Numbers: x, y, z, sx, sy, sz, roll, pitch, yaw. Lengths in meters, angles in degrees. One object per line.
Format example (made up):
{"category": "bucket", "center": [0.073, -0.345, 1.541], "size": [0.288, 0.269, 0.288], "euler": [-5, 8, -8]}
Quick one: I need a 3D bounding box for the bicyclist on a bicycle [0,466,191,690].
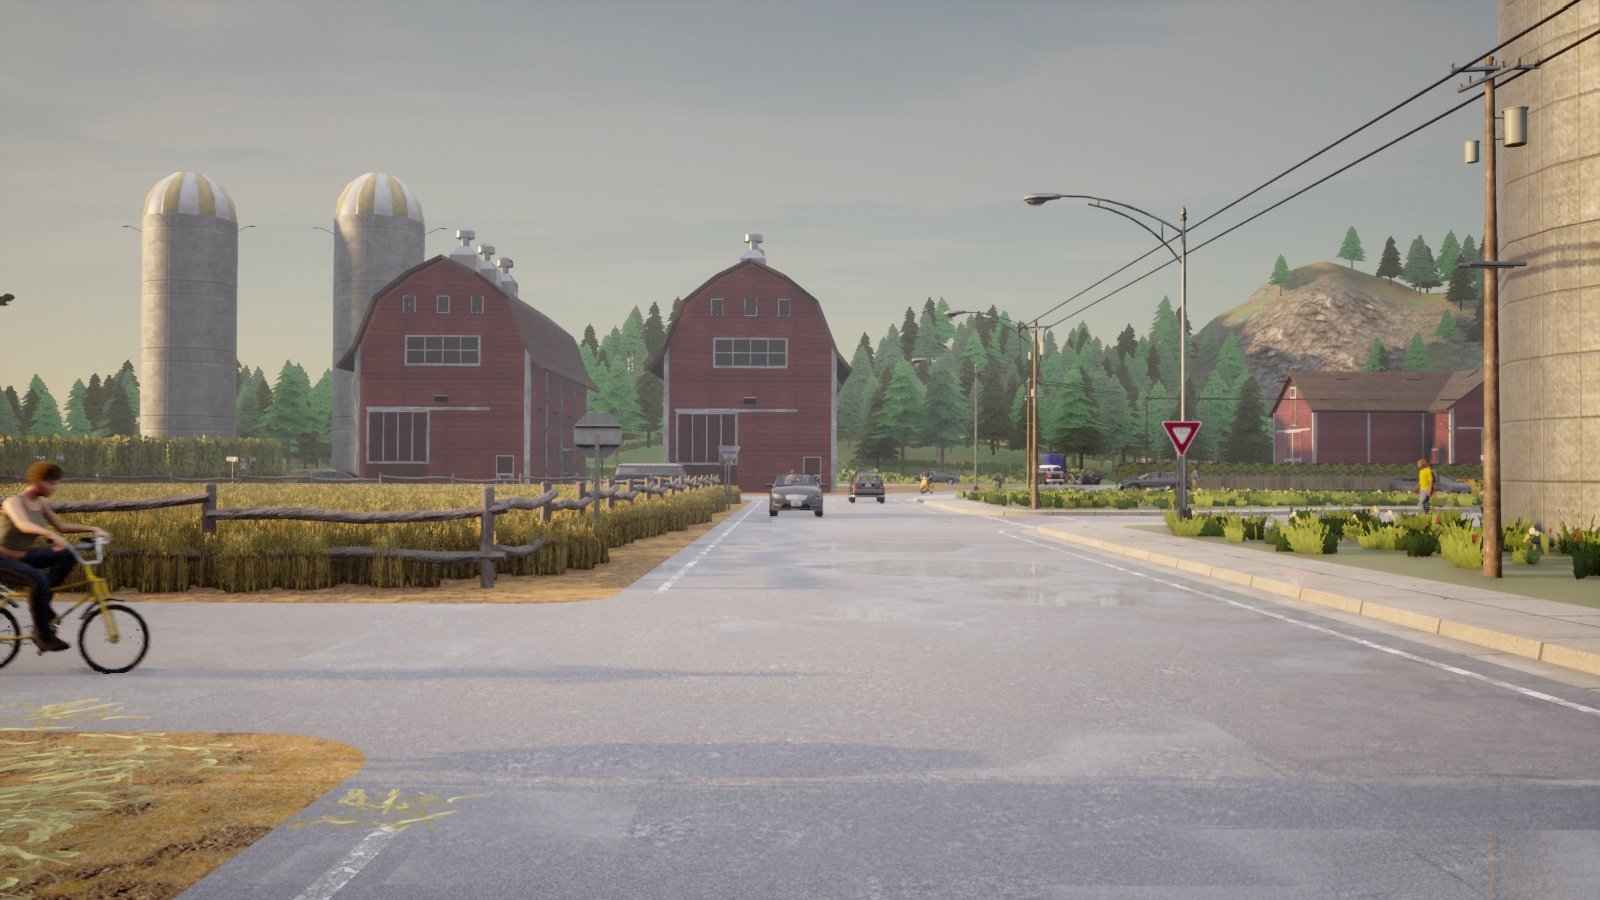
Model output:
{"category": "bicyclist on a bicycle", "center": [-5.590, 0.933, 9.511], "size": [1.509, 1.612, 0.866], "euler": [0, -1, -1]}

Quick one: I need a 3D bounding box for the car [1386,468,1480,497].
{"category": "car", "center": [35.474, 1.800, 70.505], "size": [2.007, 1.525, 4.514], "euler": [0, -1, -23]}

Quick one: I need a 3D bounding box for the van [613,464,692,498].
{"category": "van", "center": [-8.703, 1.844, 74.321], "size": [4.442, 1.987, 1.775], "euler": [0, -1, 3]}

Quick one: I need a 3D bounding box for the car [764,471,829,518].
{"category": "car", "center": [-0.116, 1.504, 43.748], "size": [2.128, 1.511, 4.902], "euler": [0, -1, 0]}

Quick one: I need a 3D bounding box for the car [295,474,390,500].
{"category": "car", "center": [-26.772, 2.159, 73.550], "size": [4.892, 1.490, 1.837], "euler": [0, -1, -4]}

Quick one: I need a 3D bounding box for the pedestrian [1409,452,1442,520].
{"category": "pedestrian", "center": [16.960, 0.973, 34.055], "size": [0.706, 1.836, 0.354], "euler": [0, -1, 2]}

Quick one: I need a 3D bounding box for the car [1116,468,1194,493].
{"category": "car", "center": [24.240, 2.085, 85.906], "size": [4.856, 1.649, 2.033], "euler": [0, -1, 4]}

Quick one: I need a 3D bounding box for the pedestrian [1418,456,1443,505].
{"category": "pedestrian", "center": [25.400, 1.215, 50.578], "size": [0.788, 1.949, 0.423], "euler": [0, -1, 2]}

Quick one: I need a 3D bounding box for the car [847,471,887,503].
{"category": "car", "center": [3.324, 1.831, 62.750], "size": [1.789, 1.549, 3.705], "euler": [0, -1, 0]}
